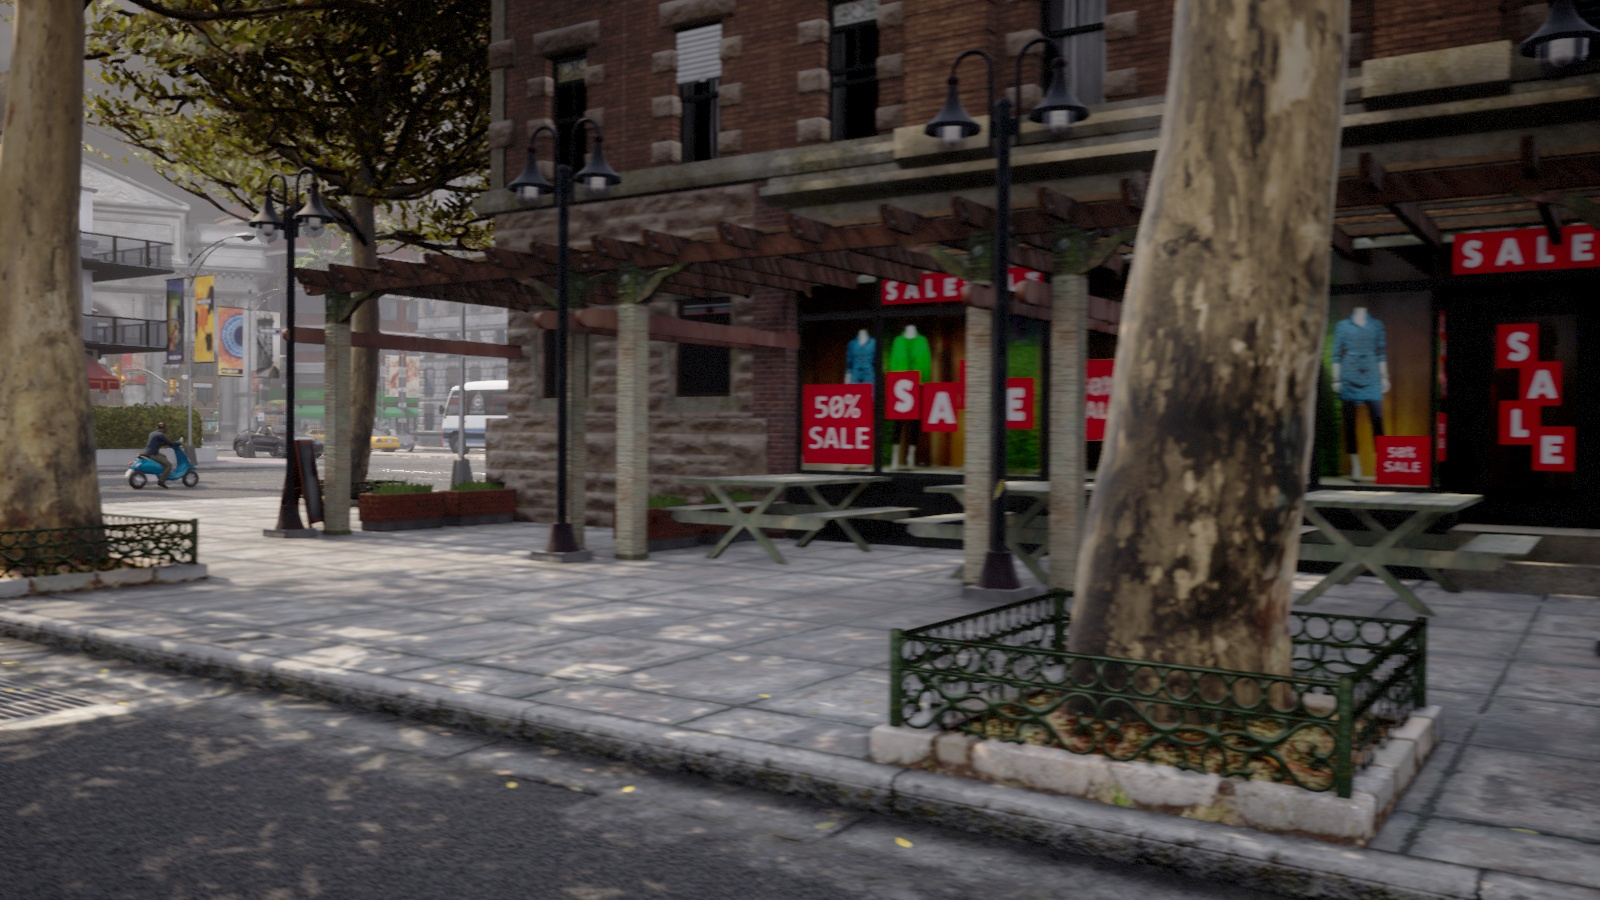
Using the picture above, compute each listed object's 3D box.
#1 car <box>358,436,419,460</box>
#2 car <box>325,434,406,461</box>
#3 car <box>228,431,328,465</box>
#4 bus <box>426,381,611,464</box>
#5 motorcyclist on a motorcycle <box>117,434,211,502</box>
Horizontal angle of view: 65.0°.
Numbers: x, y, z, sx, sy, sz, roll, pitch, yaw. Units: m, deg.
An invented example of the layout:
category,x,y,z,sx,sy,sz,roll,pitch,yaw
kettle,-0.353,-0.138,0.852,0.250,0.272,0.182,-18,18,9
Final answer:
category,x,y,z,sx,sy,sz,roll,pitch,yaw
car,-26.537,-0.118,80.899,3.633,1.501,1.845,0,1,34
car,-26.570,-0.136,76.714,5.366,1.575,1.801,0,1,34
car,-25.987,-0.107,62.505,5.027,1.651,2.152,0,1,34
bus,-15.667,-1.451,69.422,10.273,4.253,3.944,0,1,34
motorcyclist on a motorcycle,-15.314,0.410,30.277,0.866,1.590,1.817,0,1,33
